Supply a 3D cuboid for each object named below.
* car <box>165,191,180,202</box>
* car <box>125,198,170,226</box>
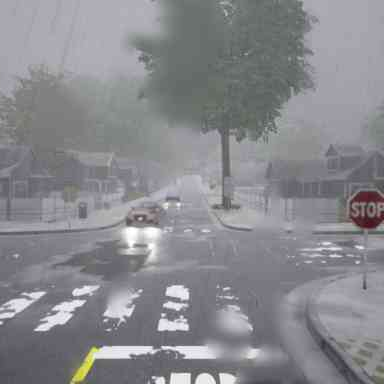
[{"bbox_3d":[-2.650,0.583,46.581,1.882,1.535,5.008,0,1,0],"label":"car"},{"bbox_3d":[-2.863,1.350,21.386,1.994,1.385,4.181,0,1,4],"label":"car"}]
